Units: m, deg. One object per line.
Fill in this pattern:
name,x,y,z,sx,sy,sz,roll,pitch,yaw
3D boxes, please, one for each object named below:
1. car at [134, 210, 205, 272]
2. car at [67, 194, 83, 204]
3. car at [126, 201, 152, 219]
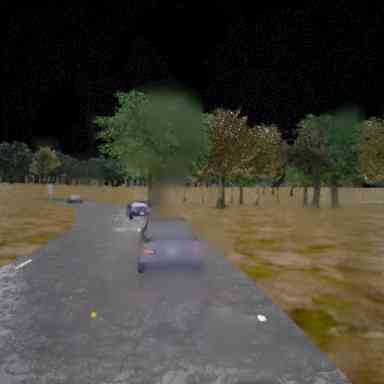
car,-0.801,1.542,10.826,2.033,1.411,5.357,-1,0,-7
car,-18.560,1.114,52.736,1.882,1.535,5.008,0,1,-27
car,-4.587,1.491,28.473,1.812,1.442,4.674,0,1,-16
